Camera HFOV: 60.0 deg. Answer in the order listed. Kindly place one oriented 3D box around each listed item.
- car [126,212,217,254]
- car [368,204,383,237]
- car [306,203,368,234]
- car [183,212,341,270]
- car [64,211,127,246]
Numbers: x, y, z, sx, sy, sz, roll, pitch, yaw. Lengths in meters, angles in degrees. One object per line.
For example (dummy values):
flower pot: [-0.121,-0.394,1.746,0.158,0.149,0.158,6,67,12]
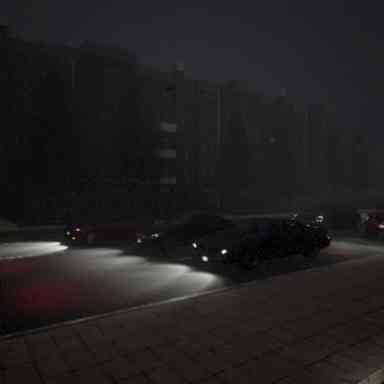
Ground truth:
car: [-0.071,1.561,13.755,4.674,1.442,1.812,0,0,-35]
car: [11.387,1.308,17.565,5.566,2.045,2.150,0,0,-35]
car: [7.860,1.430,19.360,4.553,1.767,2.097,0,0,-35]
car: [2.553,1.586,11.330,5.357,1.411,2.033,0,0,-35]
car: [-3.659,1.591,15.390,4.181,1.385,1.994,0,0,-35]
